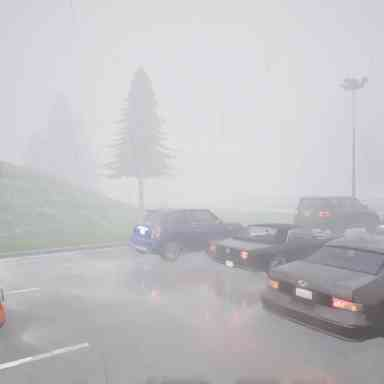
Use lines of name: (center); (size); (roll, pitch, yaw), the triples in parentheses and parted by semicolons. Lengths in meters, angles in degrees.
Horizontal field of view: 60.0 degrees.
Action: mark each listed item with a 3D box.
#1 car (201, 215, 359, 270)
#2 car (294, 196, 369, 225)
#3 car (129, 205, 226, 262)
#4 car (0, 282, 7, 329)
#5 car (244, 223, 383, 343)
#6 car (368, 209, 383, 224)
car: (2.799, 1.601, 10.036); (4.718, 1.301, 1.895); (0, 0, -35)
car: (7.854, 1.221, 17.934); (5.566, 2.045, 2.150); (0, 0, -35)
car: (0.058, 1.352, 12.379); (4.553, 1.767, 2.097); (0, 0, -36)
car: (-5.077, 1.352, 4.425); (4.553, 1.767, 2.097); (0, 0, -36)
car: (3.699, 1.547, 6.382); (5.357, 1.411, 2.033); (0, 0, -35)
car: (10.631, 1.547, 15.574); (5.357, 1.411, 2.033); (0, 0, -38)
